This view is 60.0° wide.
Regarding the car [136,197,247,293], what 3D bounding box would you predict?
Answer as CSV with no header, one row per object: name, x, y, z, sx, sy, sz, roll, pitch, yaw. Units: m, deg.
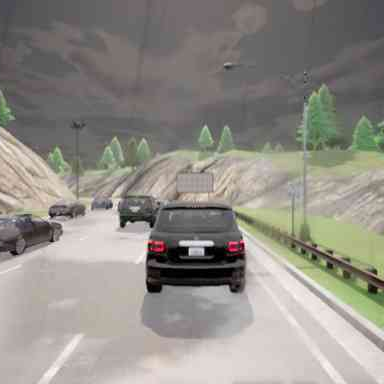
car,0.092,1.220,8.986,2.150,2.045,5.566,0,0,0

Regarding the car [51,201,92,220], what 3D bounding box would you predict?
car,-10.469,1.487,28.308,2.128,1.511,4.902,0,0,-1

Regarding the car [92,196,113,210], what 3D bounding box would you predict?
car,-11.431,1.347,42.425,2.097,1.767,4.553,0,0,-6

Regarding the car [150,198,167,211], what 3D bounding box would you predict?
car,-4.372,1.542,42.972,2.033,1.411,5.357,0,0,-8

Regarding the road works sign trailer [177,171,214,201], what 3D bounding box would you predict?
road works sign trailer,0.200,0.462,21.698,2.380,3.560,2.880,0,0,0

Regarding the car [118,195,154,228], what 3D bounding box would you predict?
car,-3.419,1.217,22.525,2.150,2.045,5.566,0,0,0

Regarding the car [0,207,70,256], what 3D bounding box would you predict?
car,-6.909,1.546,13.022,2.033,1.411,5.357,0,0,0

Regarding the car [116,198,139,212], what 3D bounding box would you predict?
car,-7.533,1.486,39.030,2.128,1.511,4.902,0,0,-5

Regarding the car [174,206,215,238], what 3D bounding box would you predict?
car,0.116,1.556,18.201,1.994,1.385,4.181,0,0,0
